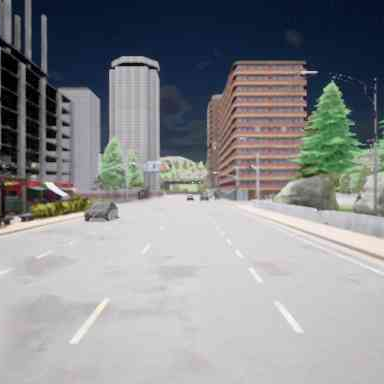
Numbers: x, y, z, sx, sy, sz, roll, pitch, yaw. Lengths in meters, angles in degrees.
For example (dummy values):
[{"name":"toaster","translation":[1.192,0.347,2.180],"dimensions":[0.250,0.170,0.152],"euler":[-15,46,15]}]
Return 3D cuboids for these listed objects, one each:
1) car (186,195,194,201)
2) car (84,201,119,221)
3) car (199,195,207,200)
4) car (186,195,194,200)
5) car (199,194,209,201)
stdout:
[{"name":"car","translation":[-0.429,1.536,81.163],"dimensions":[1.895,1.301,4.718],"euler":[0,0,0]},{"name":"car","translation":[-7.178,1.505,26.771],"dimensions":[1.837,1.490,4.892],"euler":[0,0,0]},{"name":"car","translation":[3.017,1.422,91.152],"dimensions":[1.994,1.385,4.181],"euler":[0,0,0]},{"name":"car","translation":[-0.483,1.418,91.133],"dimensions":[2.033,1.411,5.357],"euler":[0,0,0]},{"name":"car","translation":[3.070,1.286,81.088],"dimensions":[2.097,1.767,4.553],"euler":[0,0,0]}]
